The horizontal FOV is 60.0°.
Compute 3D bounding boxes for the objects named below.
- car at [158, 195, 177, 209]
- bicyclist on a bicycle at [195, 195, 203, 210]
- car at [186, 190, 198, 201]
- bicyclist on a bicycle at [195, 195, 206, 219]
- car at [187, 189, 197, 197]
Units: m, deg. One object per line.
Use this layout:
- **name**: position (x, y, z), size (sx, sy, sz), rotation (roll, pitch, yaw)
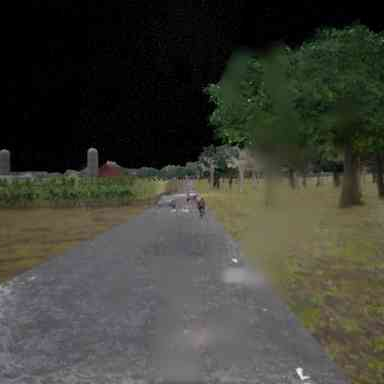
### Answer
- **car**: position (-2.848, 1.123, 38.875), size (1.837, 1.490, 4.892), rotation (0, 0, 0)
- **bicyclist on a bicycle**: position (0.719, 1.100, 35.560), size (0.866, 1.612, 1.509), rotation (0, 1, 0)
- **car**: position (0.045, 0.841, 57.370), size (1.812, 1.442, 4.674), rotation (0, 1, 0)
- **bicyclist on a bicycle**: position (0.750, 1.267, 24.793), size (0.582, 1.620, 1.656), rotation (0, 1, 0)
- **car**: position (-0.017, 0.223, 74.968), size (2.097, 1.767, 4.553), rotation (0, 2, 0)
